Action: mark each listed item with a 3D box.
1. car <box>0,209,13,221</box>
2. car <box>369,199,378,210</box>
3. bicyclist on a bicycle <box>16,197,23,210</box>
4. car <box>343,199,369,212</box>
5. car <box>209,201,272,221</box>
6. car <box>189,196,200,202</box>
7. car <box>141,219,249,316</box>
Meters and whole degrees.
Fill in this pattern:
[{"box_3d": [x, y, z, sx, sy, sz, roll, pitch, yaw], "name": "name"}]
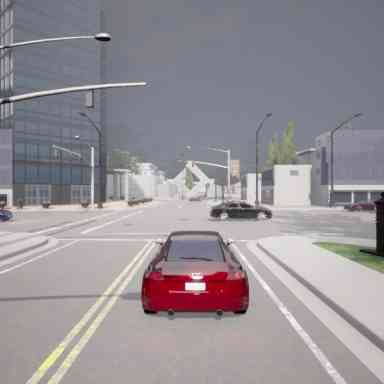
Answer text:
[{"box_3d": [-16.563, 1.635, 26.040, 4.674, 1.442, 1.812, -1, 0, 0], "name": "car"}, {"box_3d": [21.510, 1.167, 33.568, 5.566, 2.045, 2.150, 0, 0, 0], "name": "car"}, {"box_3d": [-22.017, 1.466, 42.488, 0.582, 1.620, 1.656, -1, 0, 0], "name": "bicyclist on a bicycle"}, {"box_3d": [19.833, 1.502, 37.071, 5.357, 1.411, 2.033, 0, 0, -1], "name": "car"}, {"box_3d": [3.830, 1.507, 26.227, 4.892, 1.490, 1.837, 0, 0, 0], "name": "car"}, {"box_3d": [0.661, 1.595, 76.958, 1.895, 1.301, 4.718, 0, 0, 12], "name": "car"}, {"box_3d": [0.067, 1.564, 7.616, 1.994, 1.385, 4.181, 0, 0, 0], "name": "car"}]
